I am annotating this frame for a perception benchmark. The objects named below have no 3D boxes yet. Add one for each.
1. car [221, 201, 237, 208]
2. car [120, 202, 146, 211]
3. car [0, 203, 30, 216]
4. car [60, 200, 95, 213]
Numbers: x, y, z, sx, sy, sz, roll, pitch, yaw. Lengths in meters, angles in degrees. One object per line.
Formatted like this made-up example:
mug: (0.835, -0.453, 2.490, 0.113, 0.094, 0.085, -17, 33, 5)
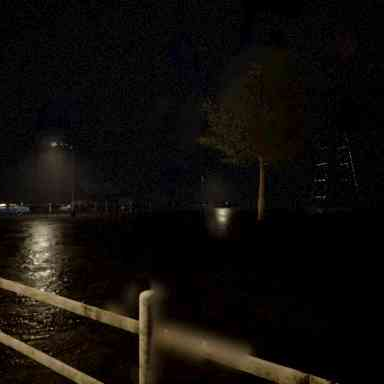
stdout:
car: (7.734, 2.626, 69.478, 1.994, 1.385, 4.181, -2, -2, 36)
car: (-9.191, 2.258, 52.255, 1.812, 1.442, 4.674, -2, -2, 36)
car: (-20.669, 1.950, 36.309, 2.033, 1.411, 5.357, -2, -2, 35)
car: (-15.129, 1.911, 44.015, 2.097, 1.767, 4.553, -2, -2, 36)
